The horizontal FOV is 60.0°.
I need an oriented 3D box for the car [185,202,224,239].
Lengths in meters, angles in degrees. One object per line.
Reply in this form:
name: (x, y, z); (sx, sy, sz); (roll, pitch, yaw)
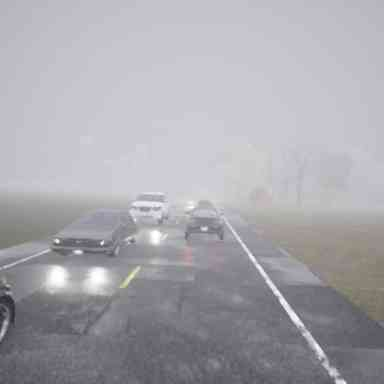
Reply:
car: (0.642, 1.461, 17.040); (1.812, 1.442, 4.674); (2, 0, 2)

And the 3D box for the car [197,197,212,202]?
car: (1.626, 1.363, 43.285); (1.812, 1.442, 4.674); (2, 0, 2)

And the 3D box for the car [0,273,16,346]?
car: (-3.576, 1.421, 3.106); (1.994, 1.385, 4.181); (2, 0, 2)

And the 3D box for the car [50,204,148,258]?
car: (-3.229, 1.369, 12.404); (2.033, 1.411, 5.357); (2, 0, 2)

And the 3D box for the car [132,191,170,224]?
car: (-2.812, 1.003, 23.100); (2.150, 2.045, 5.566); (2, 0, 2)
